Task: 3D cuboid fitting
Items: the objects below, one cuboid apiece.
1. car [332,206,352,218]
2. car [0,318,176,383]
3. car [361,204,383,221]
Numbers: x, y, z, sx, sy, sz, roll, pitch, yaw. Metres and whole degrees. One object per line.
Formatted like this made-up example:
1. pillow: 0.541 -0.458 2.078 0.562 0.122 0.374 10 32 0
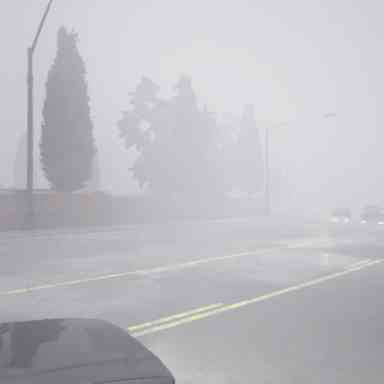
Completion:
1. car: 18.114 2.428 40.070 1.994 1.385 4.181 0 -2 29
2. car: -2.654 1.566 1.935 5.357 1.411 2.033 0 0 -36
3. car: 19.184 2.106 35.086 2.097 1.767 4.553 0 -2 31
